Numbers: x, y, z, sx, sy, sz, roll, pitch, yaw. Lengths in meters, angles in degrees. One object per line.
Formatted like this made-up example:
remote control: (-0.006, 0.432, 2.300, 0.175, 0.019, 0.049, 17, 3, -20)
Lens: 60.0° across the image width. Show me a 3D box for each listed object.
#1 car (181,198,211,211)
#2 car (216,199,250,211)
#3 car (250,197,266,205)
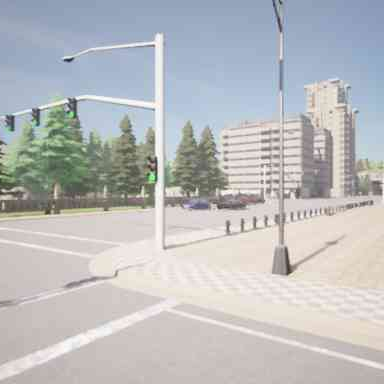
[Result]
car: (0.620, 1.529, 41.098, 1.812, 1.442, 4.674, 0, 0, 36)
car: (4.877, 1.604, 41.037, 1.895, 1.301, 4.718, 0, 0, 36)
car: (10.401, 1.405, 54.669, 1.895, 1.301, 4.718, 0, 0, 35)
